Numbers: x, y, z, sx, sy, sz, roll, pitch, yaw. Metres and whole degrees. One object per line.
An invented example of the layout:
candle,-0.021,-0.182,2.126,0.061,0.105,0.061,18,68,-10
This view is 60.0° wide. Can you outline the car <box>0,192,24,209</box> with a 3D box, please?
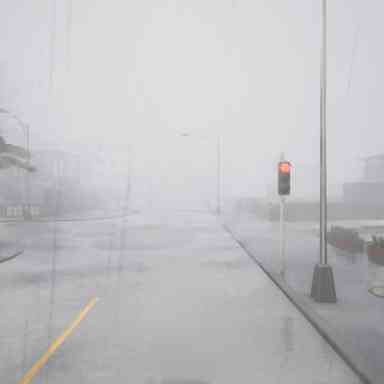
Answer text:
car,-19.736,0.985,34.939,1.905,1.878,3.866,0,0,35
